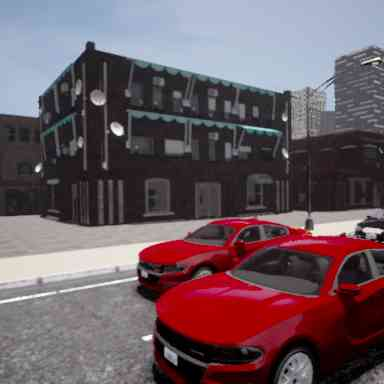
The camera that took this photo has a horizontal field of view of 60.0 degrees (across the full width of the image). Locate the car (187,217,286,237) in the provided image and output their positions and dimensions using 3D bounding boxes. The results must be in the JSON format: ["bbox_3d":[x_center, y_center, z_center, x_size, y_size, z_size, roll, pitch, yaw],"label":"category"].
[{"bbox_3d":[1.040,1.434,8.420,5.008,1.535,1.882,-1,0,-35],"label":"car"}]

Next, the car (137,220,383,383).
[{"bbox_3d":[1.806,1.445,4.972,5.008,1.535,1.882,-1,0,-35],"label":"car"}]

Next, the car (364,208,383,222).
[{"bbox_3d":[8.710,1.374,13.891,4.902,1.511,2.128,-1,0,-36],"label":"car"}]
